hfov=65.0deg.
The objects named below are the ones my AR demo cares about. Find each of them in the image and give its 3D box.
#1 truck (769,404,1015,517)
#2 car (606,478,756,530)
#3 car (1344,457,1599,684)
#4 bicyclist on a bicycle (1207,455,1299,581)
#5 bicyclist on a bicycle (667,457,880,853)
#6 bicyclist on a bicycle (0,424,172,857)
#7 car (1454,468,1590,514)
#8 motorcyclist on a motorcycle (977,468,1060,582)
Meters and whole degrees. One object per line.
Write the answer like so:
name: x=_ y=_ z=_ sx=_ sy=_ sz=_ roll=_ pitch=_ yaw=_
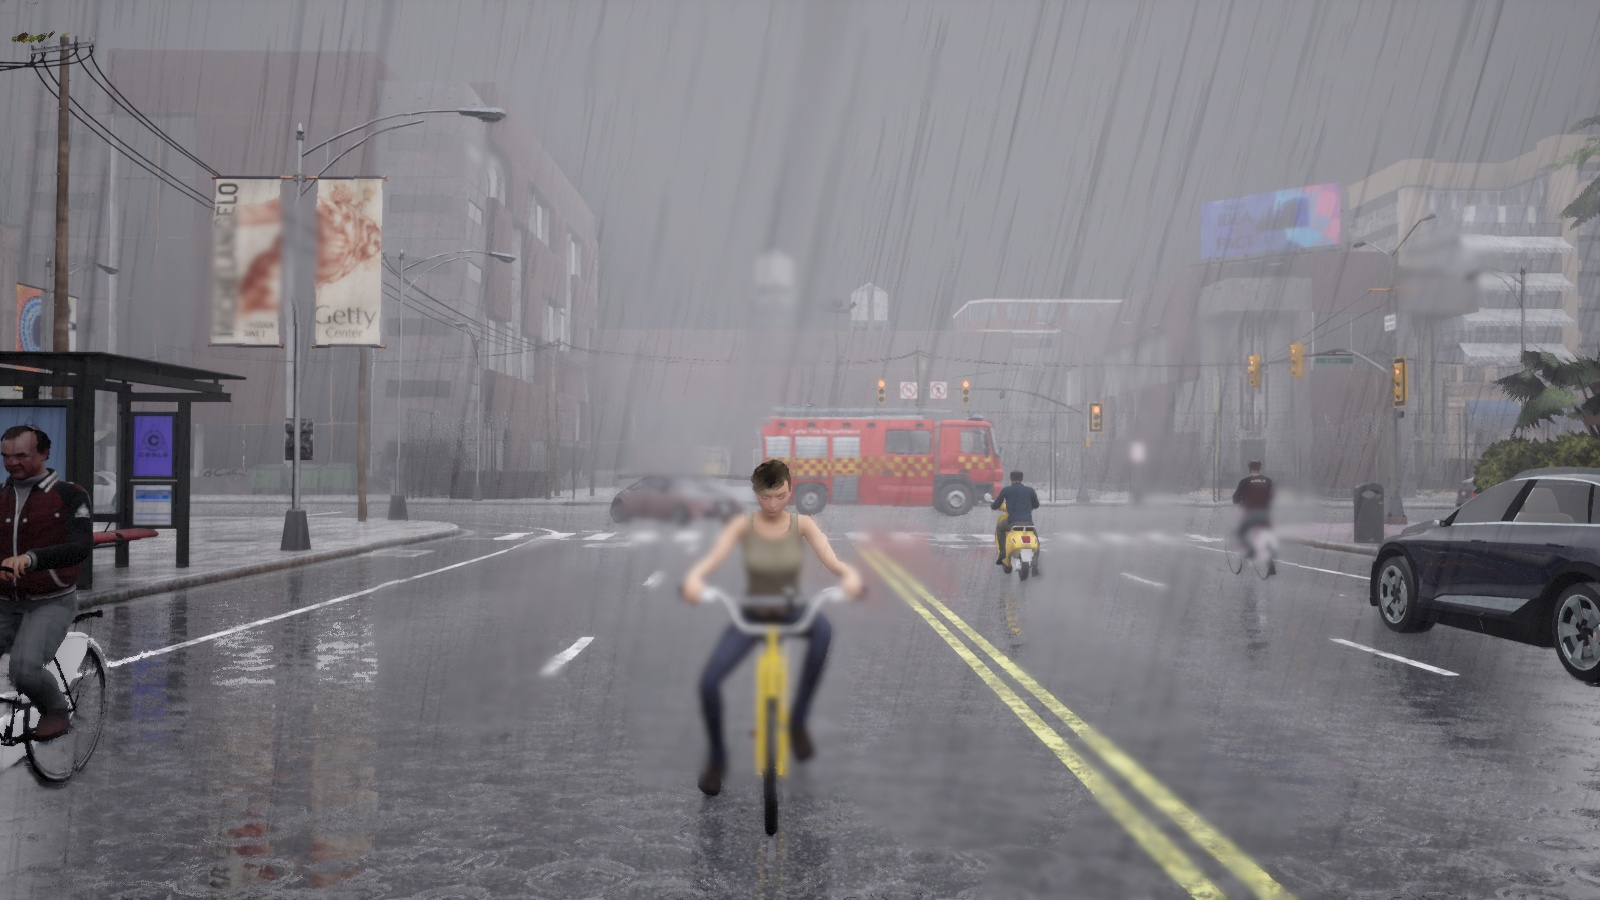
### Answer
truck: x=3.156 y=0.385 z=44.642 sx=8.468 sy=3.827 sz=2.891 roll=0 pitch=-1 yaw=0
car: x=-3.451 y=1.494 z=35.947 sx=4.181 sy=1.385 sz=1.994 roll=-1 pitch=-1 yaw=43
car: x=6.807 y=0.900 z=10.864 sx=2.033 sy=1.649 sz=4.856 roll=0 pitch=-1 yaw=-1
bicyclist on a bicycle: x=6.694 y=0.971 z=18.659 sx=0.659 sy=1.776 sz=1.843 roll=0 pitch=-1 yaw=-1
bicyclist on a bicycle: x=-0.120 y=0.850 z=5.896 sx=0.866 sy=1.612 sz=1.509 roll=0 pitch=-1 yaw=-1
bicyclist on a bicycle: x=-3.621 y=0.795 z=5.670 sx=0.659 sy=1.776 sz=1.843 roll=0 pitch=-1 yaw=-1
car: x=25.138 y=1.427 z=43.817 sx=3.705 sy=1.549 sz=1.789 roll=0 pitch=-1 yaw=10
motorcyclist on a motorcycle: x=3.196 y=1.066 z=18.522 sx=0.866 sy=1.590 sz=1.817 roll=0 pitch=-1 yaw=-1
